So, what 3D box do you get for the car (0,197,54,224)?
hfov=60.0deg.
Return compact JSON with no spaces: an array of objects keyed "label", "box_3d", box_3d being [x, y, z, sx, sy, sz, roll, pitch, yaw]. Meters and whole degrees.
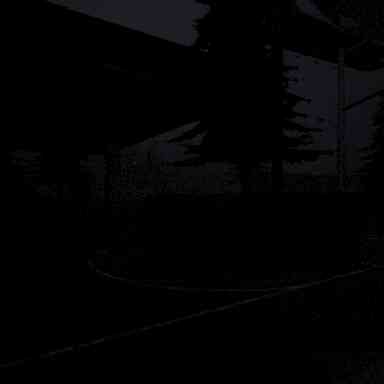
[{"label":"car","box_3d":[-11.959,1.313,23.487,3.866,1.878,1.905,0,0,-36]}]
